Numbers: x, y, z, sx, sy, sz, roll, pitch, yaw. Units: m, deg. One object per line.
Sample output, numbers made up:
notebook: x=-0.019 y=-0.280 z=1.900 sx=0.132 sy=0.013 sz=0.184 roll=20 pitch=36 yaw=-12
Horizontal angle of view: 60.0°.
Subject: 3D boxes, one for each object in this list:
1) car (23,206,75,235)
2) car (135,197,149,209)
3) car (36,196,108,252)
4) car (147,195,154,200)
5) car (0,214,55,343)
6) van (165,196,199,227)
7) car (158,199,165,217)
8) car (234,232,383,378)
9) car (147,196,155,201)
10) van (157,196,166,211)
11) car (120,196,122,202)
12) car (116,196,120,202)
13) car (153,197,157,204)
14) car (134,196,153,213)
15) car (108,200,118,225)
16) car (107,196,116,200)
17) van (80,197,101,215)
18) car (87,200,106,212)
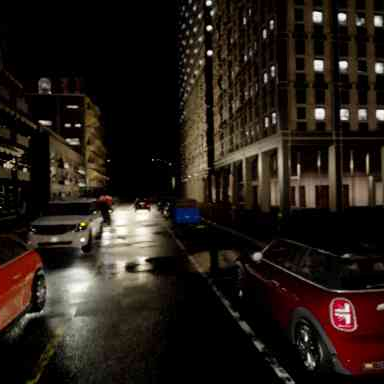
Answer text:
car: x=-8.859 y=1.711 z=21.020 sx=2.008 sy=1.369 sz=4.403 roll=-1 pitch=0 yaw=-9
car: x=-7.466 y=1.571 z=49.433 sx=1.837 sy=1.490 sz=4.892 roll=-1 pitch=0 yaw=-9
car: x=-5.195 y=1.309 z=14.364 sx=2.150 sy=2.045 sz=5.566 roll=-1 pitch=0 yaw=-8
car: x=-11.971 y=1.683 z=94.863 sx=1.802 sy=1.307 sz=4.206 roll=-1 pitch=0 yaw=-9
car: x=-3.698 y=1.428 z=4.643 sx=2.097 sy=1.767 sz=4.553 roll=-1 pitch=0 yaw=-8
van: x=-0.587 y=1.300 z=22.319 sx=1.690 sy=1.788 sz=3.998 roll=-1 pitch=0 yaw=-9
car: x=-1.458 y=1.518 z=27.900 sx=2.008 sy=1.369 sz=4.403 roll=-1 pitch=0 yaw=-9
car: x=2.044 y=1.377 z=5.578 sx=1.967 sy=1.590 sz=4.097 roll=-1 pitch=0 yaw=-9
car: x=-11.095 y=1.653 z=89.282 sx=1.947 sy=1.339 sz=4.313 roll=-1 pitch=0 yaw=-9
van: x=-2.339 y=1.317 z=33.479 sx=1.690 sy=1.788 sz=3.998 roll=-1 pitch=0 yaw=-9
car: x=-16.743 y=1.800 z=71.242 sx=2.008 sy=1.369 sz=4.403 roll=-1 pitch=0 yaw=-9
car: x=-15.867 y=1.803 z=65.662 sx=1.947 sy=1.339 sz=4.313 roll=-1 pitch=0 yaw=-9
car: x=-3.210 y=1.551 z=39.060 sx=1.947 sy=1.339 sz=4.313 roll=-1 pitch=0 yaw=-9
car: x=-5.807 y=1.595 z=38.884 sx=2.033 sy=1.411 sz=5.357 roll=-1 pitch=0 yaw=-9
car: x=-6.778 y=1.607 z=24.501 sx=1.837 sy=1.490 sz=4.892 roll=-1 pitch=0 yaw=-9
car: x=-14.121 y=1.531 z=54.501 sx=2.192 sy=1.841 sz=5.009 roll=-1 pitch=0 yaw=-9
van: x=-11.492 y=1.527 z=37.760 sx=1.690 sy=1.788 sz=3.998 roll=-1 pitch=0 yaw=-9
car: x=-12.362 y=1.777 z=43.341 sx=1.802 sy=1.307 sz=4.206 roll=-1 pitch=0 yaw=-9
